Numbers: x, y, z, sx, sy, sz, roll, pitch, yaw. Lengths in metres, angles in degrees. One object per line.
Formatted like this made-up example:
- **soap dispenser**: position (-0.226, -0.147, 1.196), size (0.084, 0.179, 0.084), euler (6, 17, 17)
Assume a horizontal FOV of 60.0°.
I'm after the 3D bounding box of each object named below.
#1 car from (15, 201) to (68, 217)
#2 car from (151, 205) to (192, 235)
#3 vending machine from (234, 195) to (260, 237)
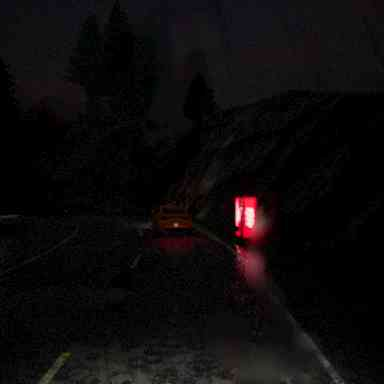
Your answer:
- **car**: position (-13.844, 1.540, 30.721), size (4.674, 1.442, 1.812), euler (0, 0, 3)
- **car**: position (-1.271, 1.487, 19.025), size (1.882, 1.535, 5.008), euler (0, 0, -11)
- **vending machine**: position (2.782, 1.204, 17.004), size (1.100, 2.100, 0.880), euler (0, 0, -10)
